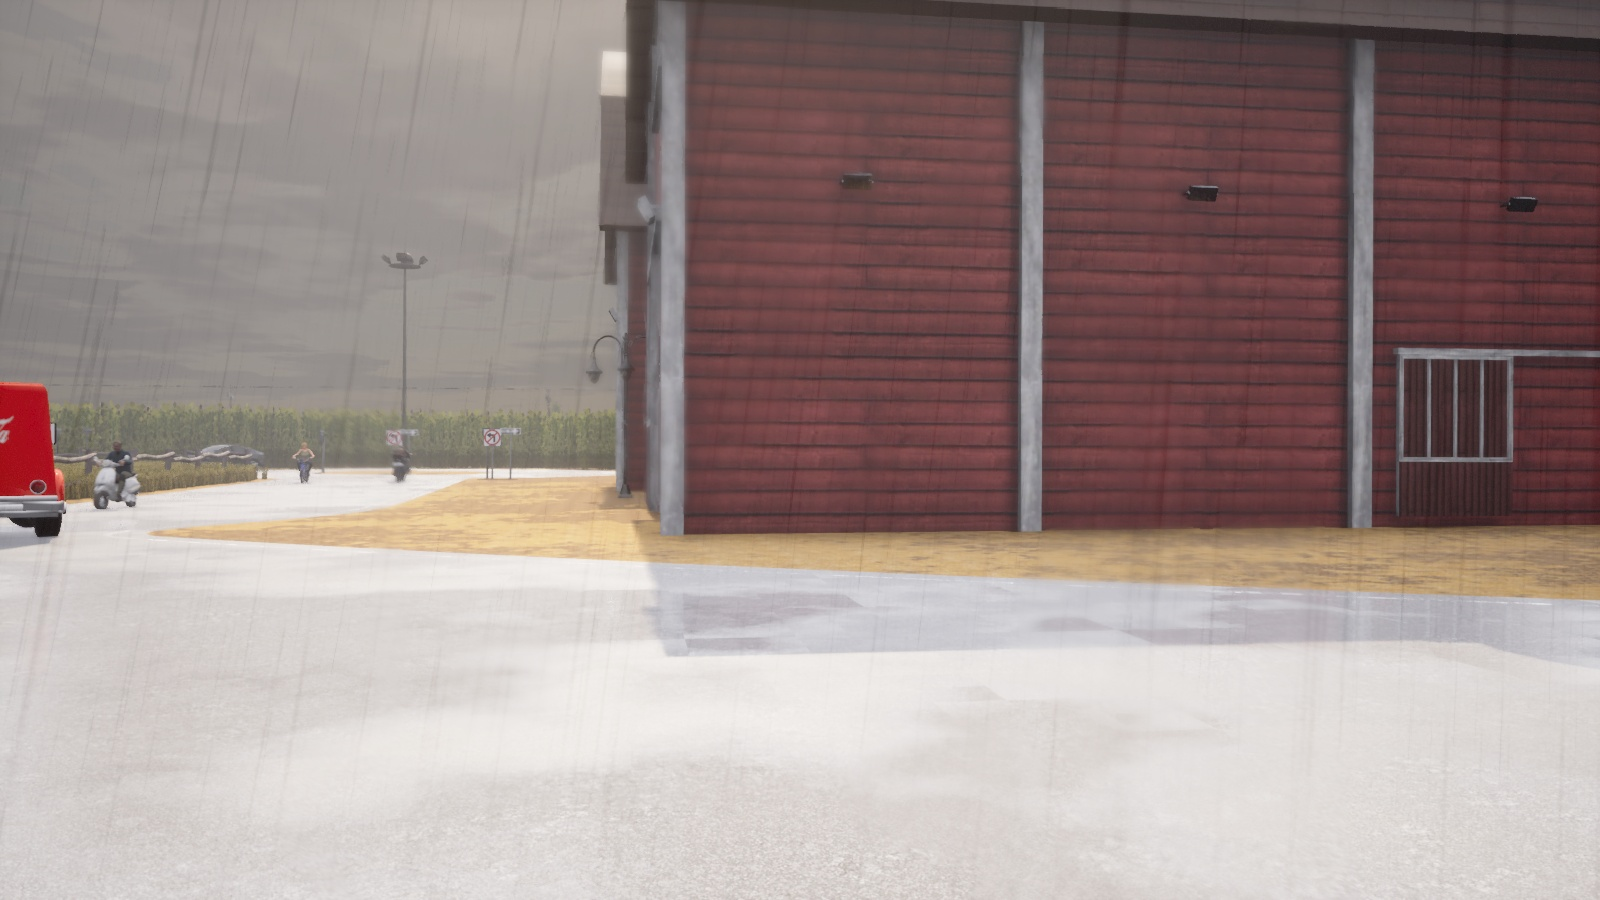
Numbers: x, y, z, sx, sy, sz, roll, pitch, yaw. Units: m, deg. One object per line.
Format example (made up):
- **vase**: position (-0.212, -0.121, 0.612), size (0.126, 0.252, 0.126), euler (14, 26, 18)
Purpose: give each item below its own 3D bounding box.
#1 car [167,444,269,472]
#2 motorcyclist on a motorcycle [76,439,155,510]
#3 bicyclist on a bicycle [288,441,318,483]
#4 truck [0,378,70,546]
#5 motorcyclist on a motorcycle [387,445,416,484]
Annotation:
- **car**: position (-32.459, 0.414, 70.151), size (1.837, 1.490, 4.892), euler (1, 1, 38)
- **motorcyclist on a motorcycle**: position (-15.912, 0.549, 29.230), size (0.866, 1.590, 1.817), euler (0, 0, -1)
- **bicyclist on a bicycle**: position (-19.452, 0.466, 49.213), size (0.866, 1.612, 1.509), euler (0, 0, -12)
- **truck**: position (-13.531, 0.136, 20.485), size (2.627, 2.467, 5.204), euler (0, 1, -32)
- **motorcyclist on a motorcycle**: position (-16.220, 0.578, 51.187), size (0.866, 1.530, 2.191), euler (0, 0, -11)
